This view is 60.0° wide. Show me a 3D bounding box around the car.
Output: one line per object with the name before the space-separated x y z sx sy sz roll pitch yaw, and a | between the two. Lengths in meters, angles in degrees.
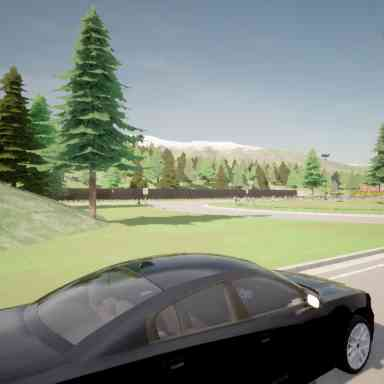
car | 0.212 1.478 3.905 5.008 1.535 1.882 0 0 -36
